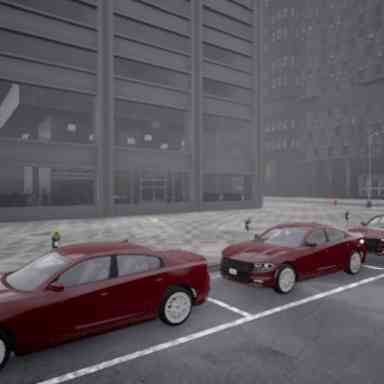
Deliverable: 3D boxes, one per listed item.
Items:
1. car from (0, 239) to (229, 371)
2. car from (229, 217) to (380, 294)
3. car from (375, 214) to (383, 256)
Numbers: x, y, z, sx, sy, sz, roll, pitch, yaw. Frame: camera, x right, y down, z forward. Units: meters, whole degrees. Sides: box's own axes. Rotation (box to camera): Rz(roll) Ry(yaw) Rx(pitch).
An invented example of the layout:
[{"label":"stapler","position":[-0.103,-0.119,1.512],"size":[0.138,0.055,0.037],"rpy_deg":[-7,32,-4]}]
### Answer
[{"label":"car","position":[-1.764,1.531,5.405],"size":[4.507,1.381,1.887],"rpy_deg":[-1,1,-35]},{"label":"car","position":[2.734,1.483,8.614],"size":[4.507,1.381,1.887],"rpy_deg":[-1,1,-35]},{"label":"car","position":[7.231,1.435,11.824],"size":[4.507,1.381,1.887],"rpy_deg":[-1,1,-35]}]
